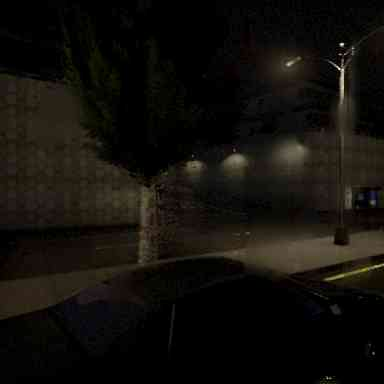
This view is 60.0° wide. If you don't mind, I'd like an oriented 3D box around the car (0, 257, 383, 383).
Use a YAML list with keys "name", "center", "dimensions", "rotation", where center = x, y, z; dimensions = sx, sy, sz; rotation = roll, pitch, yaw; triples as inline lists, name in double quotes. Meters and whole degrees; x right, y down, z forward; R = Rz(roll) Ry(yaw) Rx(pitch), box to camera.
- name: "car"
  center: [0.257, 1.547, 3.931]
  dimensions: [5.357, 1.411, 2.033]
  rotation: [0, 0, -36]
